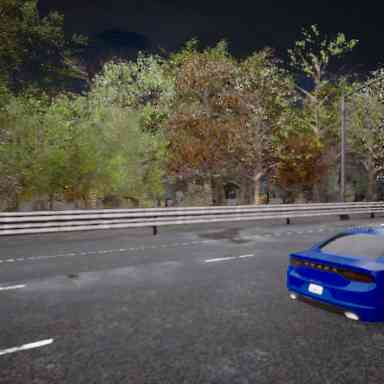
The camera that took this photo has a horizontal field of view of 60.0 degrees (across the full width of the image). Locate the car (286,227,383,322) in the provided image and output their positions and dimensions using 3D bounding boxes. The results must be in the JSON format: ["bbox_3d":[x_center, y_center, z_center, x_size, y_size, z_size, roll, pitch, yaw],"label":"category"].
[{"bbox_3d":[4.163,1.478,6.893,5.008,1.535,1.882,0,0,-32],"label":"car"}]
